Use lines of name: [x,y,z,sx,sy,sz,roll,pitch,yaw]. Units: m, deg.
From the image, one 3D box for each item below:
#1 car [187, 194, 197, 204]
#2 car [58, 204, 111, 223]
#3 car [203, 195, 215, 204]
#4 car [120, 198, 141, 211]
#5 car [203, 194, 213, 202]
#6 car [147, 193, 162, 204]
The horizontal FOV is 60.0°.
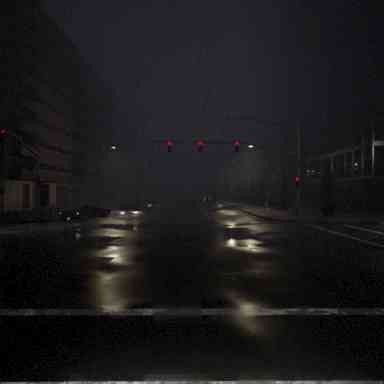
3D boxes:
car: [0.001,1.564,64.646,1.994,1.385,4.181,0,0,1]
car: [-8.366,1.615,26.285,1.895,1.301,4.718,0,1,16]
car: [3.500,1.492,64.735,2.128,1.511,4.902,0,0,1]
car: [-7.436,1.525,40.649,1.812,1.442,4.674,0,0,0]
car: [3.511,1.355,74.600,2.097,1.767,4.553,0,0,1]
car: [-7.154,1.224,64.084,2.150,2.045,5.566,0,0,1]
